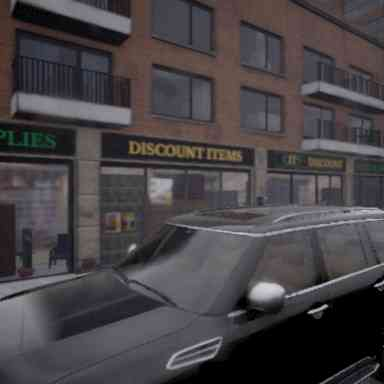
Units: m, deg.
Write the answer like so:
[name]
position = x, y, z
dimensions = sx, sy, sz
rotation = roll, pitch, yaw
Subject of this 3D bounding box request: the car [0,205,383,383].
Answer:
[car]
position = 0.576, 1.218, 3.781
dimensions = 5.566, 2.045, 2.150
rotation = 0, 0, -35
